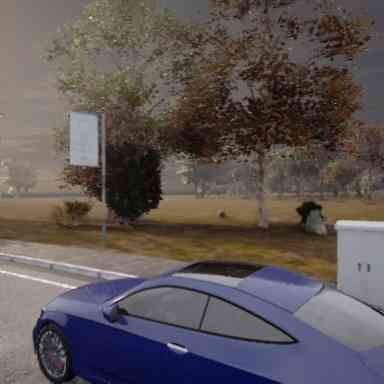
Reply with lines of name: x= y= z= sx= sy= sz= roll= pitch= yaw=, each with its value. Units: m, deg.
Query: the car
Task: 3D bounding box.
car: x=0.147 y=1.519 z=3.736 sx=4.674 sy=1.442 sz=1.812 roll=0 pitch=0 yaw=35
